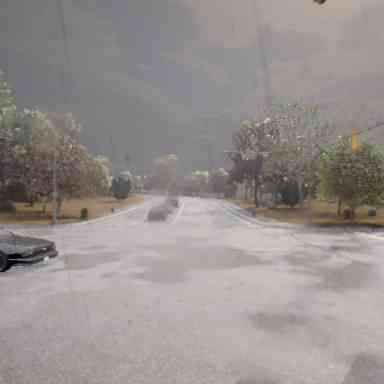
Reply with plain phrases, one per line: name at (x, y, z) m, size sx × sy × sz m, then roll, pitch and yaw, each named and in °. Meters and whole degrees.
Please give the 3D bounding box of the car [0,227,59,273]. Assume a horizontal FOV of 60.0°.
car at (-7.267, 1.732, 10.824) m, size 5.357 × 1.411 × 2.033 m, roll 0°, pitch -1°, yaw 5°

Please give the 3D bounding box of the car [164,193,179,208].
car at (-3.534, 1.782, 59.345) m, size 2.150 × 2.045 × 5.566 m, roll 0°, pitch 1°, yaw 1°

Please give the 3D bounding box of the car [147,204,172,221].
car at (-3.600, 2.298, 35.853) m, size 2.033 × 1.411 × 5.357 m, roll 0°, pitch -1°, yaw 0°

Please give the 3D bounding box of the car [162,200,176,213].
car at (-3.588, 2.283, 46.028) m, size 1.837 × 1.490 × 4.892 m, roll 0°, pitch 0°, yaw 0°
